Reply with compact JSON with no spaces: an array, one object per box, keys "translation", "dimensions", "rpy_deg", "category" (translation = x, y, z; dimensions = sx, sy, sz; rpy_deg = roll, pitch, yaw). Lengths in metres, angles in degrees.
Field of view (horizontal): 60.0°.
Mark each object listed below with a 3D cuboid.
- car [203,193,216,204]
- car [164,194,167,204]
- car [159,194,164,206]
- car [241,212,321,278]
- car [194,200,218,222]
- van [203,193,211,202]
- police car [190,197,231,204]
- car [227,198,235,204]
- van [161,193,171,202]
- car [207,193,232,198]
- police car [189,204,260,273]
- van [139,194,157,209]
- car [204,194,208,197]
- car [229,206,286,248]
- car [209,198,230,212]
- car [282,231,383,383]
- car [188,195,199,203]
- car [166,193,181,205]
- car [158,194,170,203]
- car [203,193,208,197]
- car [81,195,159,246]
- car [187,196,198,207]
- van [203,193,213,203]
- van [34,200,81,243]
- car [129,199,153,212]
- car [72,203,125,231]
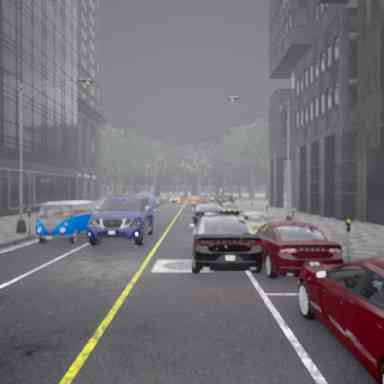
[{"translation":[3.056,1.134,58.783],"dimensions":[2.192,1.841,5.009],"rpy_deg":[0,0,0],"category":"car"},{"translation":[-5.496,1.399,53.389],"dimensions":[1.947,1.339,4.313],"rpy_deg":[0,0,0],"category":"car"},{"translation":[-5.525,1.375,47.781],"dimensions":[1.752,1.417,4.829],"rpy_deg":[0,0,0],"category":"car"},{"translation":[2.810,1.512,9.846],"dimensions":[1.887,1.381,4.507],"rpy_deg":[0,0,0],"category":"car"},{"translation":[1.033,1.439,26.559],"dimensions":[1.812,1.442,4.674],"rpy_deg":[0,0,0],"category":"car"},{"translation":[3.110,1.131,69.658],"dimensions":[1.690,1.788,3.998],"rpy_deg":[0,0,0],"category":"van"},{"translation":[1.003,1.357,20.669],"dimensions":[1.930,1.638,5.238],"rpy_deg":[0,0,0],"category":"police car"},{"translation":[2.893,1.439,26.328],"dimensions":[1.752,1.417,4.829],"rpy_deg":[0,0,0],"category":"car"},{"translation":[-5.415,1.131,69.701],"dimensions":[1.690,1.788,3.998],"rpy_deg":[0,0,0],"category":"van"},{"translation":[2.919,1.212,31.595],"dimensions":[2.192,1.841,5.009],"rpy_deg":[0,0,0],"category":"car"},{"translation":[0.942,1.389,10.669],"dimensions":[1.930,1.638,5.238],"rpy_deg":[0,0,0],"category":"police car"},{"translation":[-5.551,1.206,42.513],"dimensions":[1.690,1.788,3.998],"rpy_deg":[0,0,0],"category":"van"},{"translation":[3.001,1.394,47.908],"dimensions":[1.887,1.381,4.507],"rpy_deg":[0,0,0],"category":"car"},{"translation":[2.839,1.474,15.453],"dimensions":[1.752,1.417,4.829],"rpy_deg":[0,0,0],"category":"car"},{"translation":[2.947,1.432,37.033],"dimensions":[2.008,1.369,4.403],"rpy_deg":[0,0,0],"category":"car"},{"translation":[2.783,1.529,4.409],"dimensions":[1.887,1.381,4.507],"rpy_deg":[0,0,0],"category":"car"},{"translation":[0.313,1.373,62.347],"dimensions":[1.994,1.385,4.181],"rpy_deg":[0,0,0],"category":"car"},{"translation":[-2.798,1.306,55.158],"dimensions":[1.882,1.535,5.008],"rpy_deg":[0,0,1],"category":"car"},{"translation":[-5.442,1.244,64.263],"dimensions":[1.967,1.590,4.097],"rpy_deg":[0,0,0],"category":"car"},{"translation":[3.029,1.274,53.345],"dimensions":[1.967,1.590,4.097],"rpy_deg":[0,0,0],"category":"car"},{"translation":[-3.023,1.171,15.334],"dimensions":[2.150,2.045,5.566],"rpy_deg":[0,0,0],"category":"car"},{"translation":[0.254,1.325,48.400],"dimensions":[1.882,1.535,5.008],"rpy_deg":[0,0,1],"category":"car"},{"translation":[3.083,1.145,64.220],"dimensions":[1.690,1.788,3.998],"rpy_deg":[0,0,0],"category":"van"},{"translation":[-5.688,1.290,15.326],"dimensions":[1.690,1.788,3.998],"rpy_deg":[0,0,0],"category":"van"},{"translation":[-5.578,1.447,37.076],"dimensions":[1.947,1.339,4.313],"rpy_deg":[0,0,0],"category":"car"},{"translation":[-5.660,1.482,20.764],"dimensions":[2.008,1.369,4.403],"rpy_deg":[0,0,0],"category":"car"}]
